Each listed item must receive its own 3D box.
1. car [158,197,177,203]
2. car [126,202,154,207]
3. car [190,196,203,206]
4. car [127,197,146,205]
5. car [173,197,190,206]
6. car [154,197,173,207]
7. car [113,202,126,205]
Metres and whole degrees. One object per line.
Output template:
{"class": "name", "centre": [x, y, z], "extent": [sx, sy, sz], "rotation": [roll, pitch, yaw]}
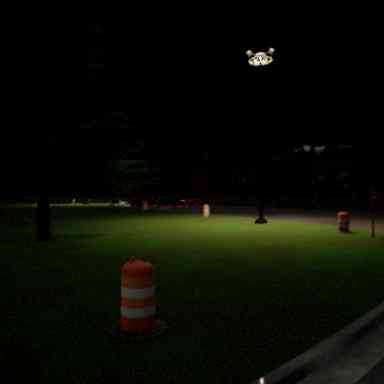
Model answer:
{"class": "car", "centre": [-5.212, 1.690, 69.970], "extent": [1.895, 1.301, 4.718], "rotation": [0, 0, -32]}
{"class": "car", "centre": [-8.705, 1.717, 55.728], "extent": [2.128, 1.511, 4.902], "rotation": [0, 0, -31]}
{"class": "car", "centre": [0.077, 1.567, 61.497], "extent": [2.097, 1.767, 4.553], "rotation": [0, 0, -31]}
{"class": "car", "centre": [-11.154, 1.749, 66.269], "extent": [1.882, 1.535, 5.008], "rotation": [0, 0, -32]}
{"class": "car", "centre": [-2.898, 1.710, 59.650], "extent": [2.128, 1.511, 4.902], "rotation": [0, 0, -31]}
{"class": "car", "centre": [-5.648, 1.726, 57.438], "extent": [1.837, 1.490, 4.892], "rotation": [0, 0, -31]}
{"class": "car", "centre": [-14.132, 1.766, 64.431], "extent": [2.128, 1.511, 4.902], "rotation": [0, 0, -32]}
